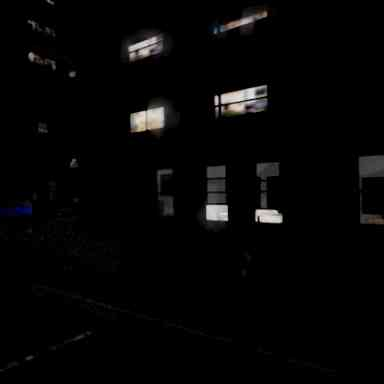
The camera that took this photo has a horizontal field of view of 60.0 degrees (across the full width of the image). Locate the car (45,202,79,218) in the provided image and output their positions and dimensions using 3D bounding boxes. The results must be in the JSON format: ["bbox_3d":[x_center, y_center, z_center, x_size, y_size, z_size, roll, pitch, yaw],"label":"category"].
[{"bbox_3d":[-11.447,1.596,30.766,1.802,1.307,4.206,-1,0,35],"label":"car"}]

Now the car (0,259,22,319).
[{"bbox_3d":[-4.889,1.593,6.227,4.313,1.339,1.947,0,-1,36],"label":"car"}]

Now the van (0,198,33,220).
[{"bbox_3d":[-14.705,1.390,26.159,1.690,1.788,3.998,-1,0,35],"label":"van"}]
